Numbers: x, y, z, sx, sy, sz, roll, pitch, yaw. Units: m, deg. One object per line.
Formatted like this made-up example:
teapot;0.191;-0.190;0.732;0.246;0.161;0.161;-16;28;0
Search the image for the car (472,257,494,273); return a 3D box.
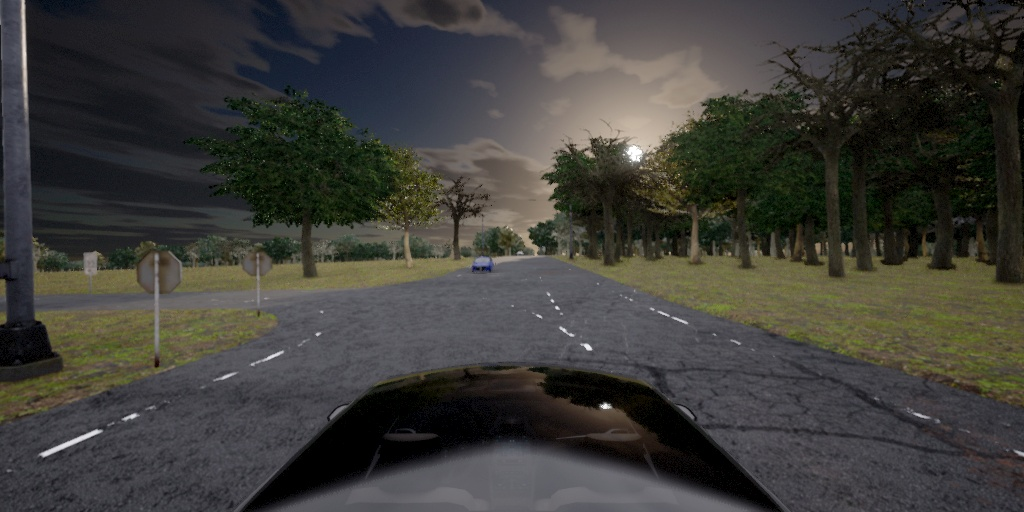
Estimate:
car;-2.842;0.827;35.663;1.882;1.535;5.008;-1;2;2
